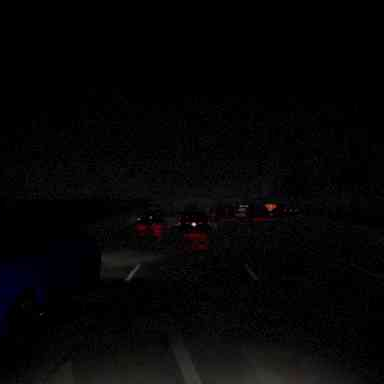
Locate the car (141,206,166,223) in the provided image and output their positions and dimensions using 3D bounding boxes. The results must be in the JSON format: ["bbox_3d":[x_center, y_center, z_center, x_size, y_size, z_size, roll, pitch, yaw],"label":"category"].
[{"bbox_3d":[-3.360,1.923,29.466,1.812,1.442,4.674,0,-1,0],"label":"car"}]

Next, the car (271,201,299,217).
[{"bbox_3d":[10.553,2.072,38.007,2.033,1.411,5.357,0,-1,0],"label":"car"}]

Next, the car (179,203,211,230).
[{"bbox_3d":[0.132,1.830,23.760,1.837,1.490,4.892,0,0,0],"label":"car"}]

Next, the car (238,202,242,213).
[{"bbox_3d":[7.079,2.137,47.040,2.128,1.511,4.902,0,-1,0],"label":"car"}]

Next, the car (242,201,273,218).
[{"bbox_3d":[7.050,1.978,36.425,1.882,1.535,5.008,0,-1,0],"label":"car"}]

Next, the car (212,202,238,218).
[{"bbox_3d":[3.550,1.975,36.430,1.882,1.535,5.008,0,-1,0],"label":"car"}]

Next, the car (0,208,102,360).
[{"bbox_3d":[-3.395,1.306,6.215,2.150,2.045,5.566,0,-1,0],"label":"car"}]

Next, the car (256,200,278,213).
[{"bbox_3d":[10.568,1.999,47.067,2.097,1.767,4.553,0,-1,0],"label":"car"}]

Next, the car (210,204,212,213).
[{"bbox_3d":[3.584,2.126,47.592,1.882,1.535,5.008,0,0,0],"label":"car"}]

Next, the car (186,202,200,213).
[{"bbox_3d":[0.153,2.226,48.753,1.994,1.385,4.181,0,-1,0],"label":"car"}]
